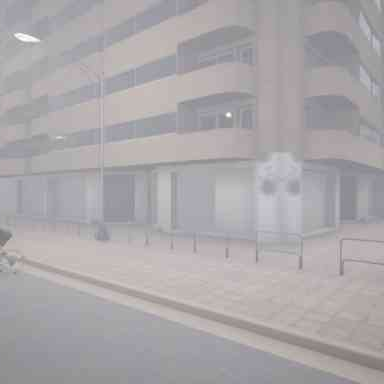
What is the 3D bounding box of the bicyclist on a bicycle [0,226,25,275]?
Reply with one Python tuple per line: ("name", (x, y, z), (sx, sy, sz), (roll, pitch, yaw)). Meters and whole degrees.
("bicyclist on a bicycle", (-5.143, 1.423, 8.533), (0.582, 1.620, 1.656), (0, 1, 39))
